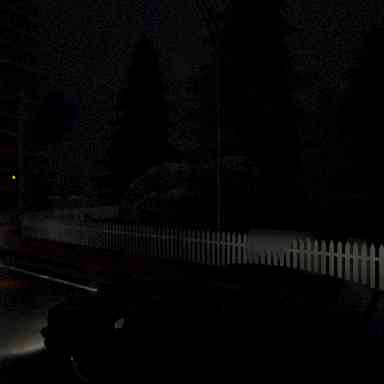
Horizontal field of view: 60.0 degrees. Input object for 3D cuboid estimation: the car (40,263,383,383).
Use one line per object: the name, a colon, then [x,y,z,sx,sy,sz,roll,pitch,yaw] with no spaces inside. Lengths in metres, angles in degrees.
car: [0.622,1.547,3.550,5.357,1.411,2.033,0,0,36]

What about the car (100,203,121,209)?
car: [-10.316,1.545,43.359,1.895,1.301,4.718,0,0,5]
